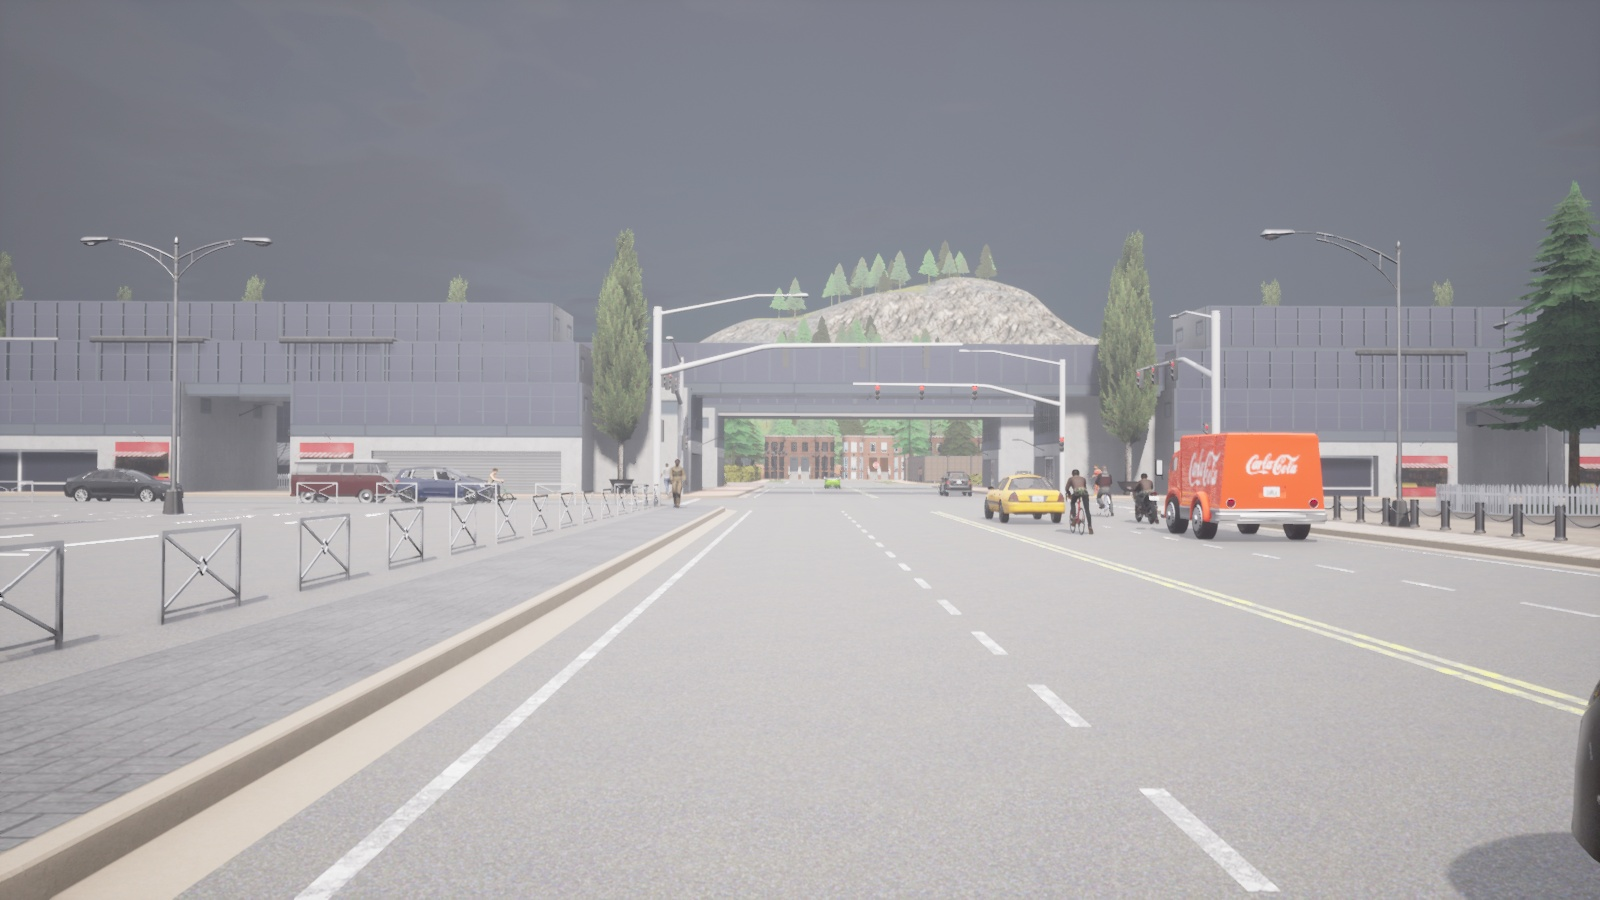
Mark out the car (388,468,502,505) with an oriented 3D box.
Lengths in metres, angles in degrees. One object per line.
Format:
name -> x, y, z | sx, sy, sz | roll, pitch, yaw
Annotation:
car -> -16.441, 1.663, 58.307 | 4.611, 1.667, 2.242 | 0, -1, 1

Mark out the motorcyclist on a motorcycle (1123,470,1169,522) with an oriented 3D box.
motorcyclist on a motorcycle -> 10.414, 1.364, 37.854 | 0.797, 1.523, 2.044 | 0, -1, 0

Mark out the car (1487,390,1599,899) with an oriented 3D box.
car -> 3.495, 0.609, 1.884 | 2.152, 1.651, 5.027 | 0, -1, 0

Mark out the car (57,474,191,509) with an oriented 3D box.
car -> -29.629, 1.825, 55.141 | 4.892, 1.490, 1.837 | 0, -1, 2

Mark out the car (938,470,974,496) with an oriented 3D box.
car -> 9.649, 2.010, 77.995 | 1.789, 1.549, 3.705 | 0, -1, 0

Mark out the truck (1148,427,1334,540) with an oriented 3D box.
truck -> 10.427, 0.772, 30.248 | 2.627, 2.467, 5.204 | 0, -1, 0

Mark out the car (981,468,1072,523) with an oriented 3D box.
car -> 6.912, 1.350, 38.826 | 1.801, 1.575, 5.366 | 0, -1, 0

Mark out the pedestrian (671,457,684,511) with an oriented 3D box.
pedestrian -> -4.457, 1.224, 45.596 | 0.396, 1.930, 0.692 | 0, -1, -1

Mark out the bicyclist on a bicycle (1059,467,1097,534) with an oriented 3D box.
bicyclist on a bicycle -> 6.928, 1.244, 31.363 | 0.582, 1.620, 1.656 | 0, -1, 0

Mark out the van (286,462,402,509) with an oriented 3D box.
van -> -19.902, 1.530, 54.888 | 4.442, 1.987, 1.775 | 0, -1, 1

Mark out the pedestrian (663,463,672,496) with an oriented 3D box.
pedestrian -> -7.323, 1.616, 69.225 | 0.354, 1.836, 0.706 | 0, -1, -17
